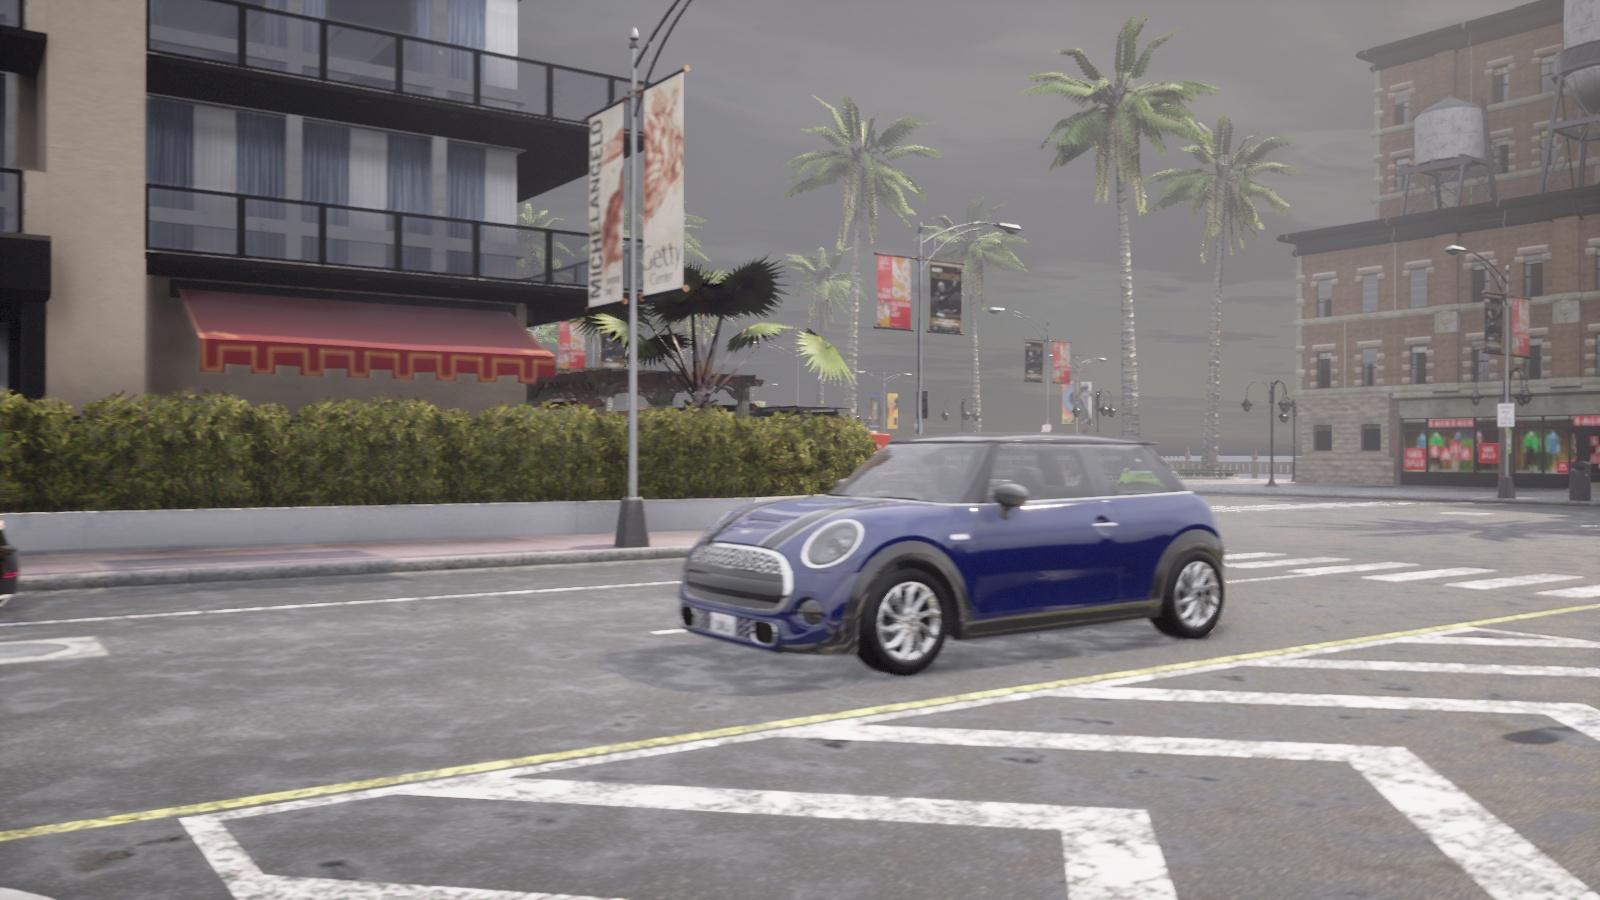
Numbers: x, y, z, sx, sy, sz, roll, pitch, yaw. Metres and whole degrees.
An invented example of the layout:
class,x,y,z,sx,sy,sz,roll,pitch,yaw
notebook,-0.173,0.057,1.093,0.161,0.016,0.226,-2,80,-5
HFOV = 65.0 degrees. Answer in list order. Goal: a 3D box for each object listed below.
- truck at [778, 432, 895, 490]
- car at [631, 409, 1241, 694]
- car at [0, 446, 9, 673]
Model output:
class,x,y,z,sx,sy,sz,roll,pitch,yaw
truck,1.556,0.457,56.009,2.627,2.467,5.204,0,0,-35
car,1.184,0.635,9.966,4.553,1.767,2.097,0,0,-35
car,-7.925,0.733,7.890,4.902,1.511,2.128,0,0,-35
